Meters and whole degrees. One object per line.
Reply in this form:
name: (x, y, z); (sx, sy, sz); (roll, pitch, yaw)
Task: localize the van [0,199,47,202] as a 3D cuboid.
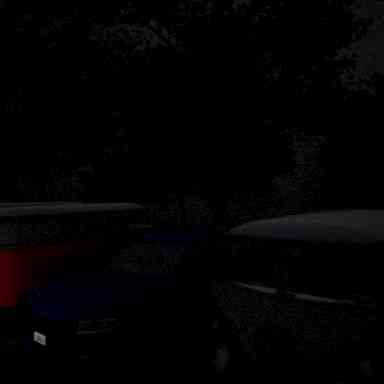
van: (-4.956, 1.280, 9.154); (1.878, 1.987, 4.442); (0, 0, 36)

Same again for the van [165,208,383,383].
van: (1.827, 1.256, 4.325); (1.878, 1.987, 4.442); (0, 0, 35)

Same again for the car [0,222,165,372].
car: (-0.374, 1.488, 6.035); (2.097, 1.535, 5.008); (0, 0, 36)

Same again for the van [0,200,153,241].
van: (-2.565, 1.271, 7.735); (1.878, 1.987, 4.442); (0, 0, 36)
